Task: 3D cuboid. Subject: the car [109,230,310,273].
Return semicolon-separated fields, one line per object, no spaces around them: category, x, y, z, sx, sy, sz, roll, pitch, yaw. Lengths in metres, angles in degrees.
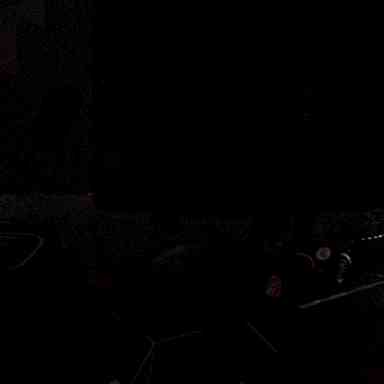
car;0.146;1.584;6.764;4.507;1.381;1.887;1;-1;-35

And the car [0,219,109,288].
car;-3.833;1.305;3.931;5.009;1.841;2.192;1;-1;-35

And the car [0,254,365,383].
car;-0.551;1.612;2.955;4.718;1.301;1.895;1;0;-35

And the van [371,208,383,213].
van;8.103;1.477;12.439;3.998;1.788;1.690;1;-1;-35

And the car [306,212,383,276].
car;4.124;1.528;9.601;4.097;1.590;1.967;1;-1;-35
